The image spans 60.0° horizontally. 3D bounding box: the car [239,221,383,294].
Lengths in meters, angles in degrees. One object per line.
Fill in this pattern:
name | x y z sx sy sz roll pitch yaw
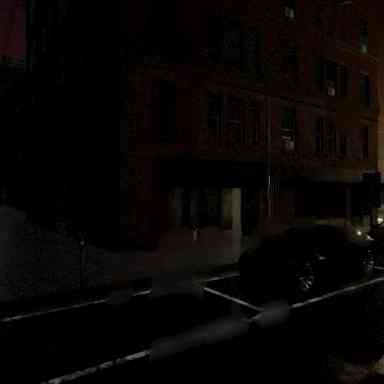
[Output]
car | 3.185 1.565 8.816 4.313 1.339 1.947 0 0 -36
